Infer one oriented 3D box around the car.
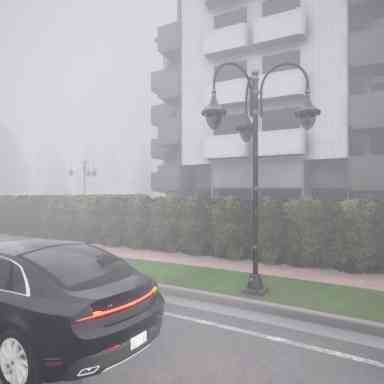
[{"bbox_3d":[-2.717,1.505,5.169,4.892,1.490,1.837,0,0,31],"label":"car"}]
